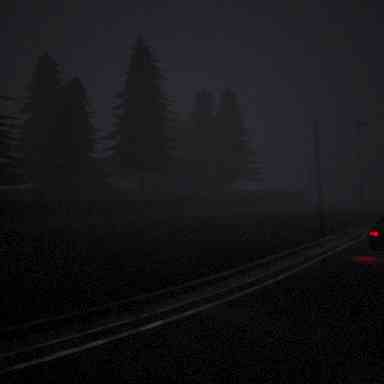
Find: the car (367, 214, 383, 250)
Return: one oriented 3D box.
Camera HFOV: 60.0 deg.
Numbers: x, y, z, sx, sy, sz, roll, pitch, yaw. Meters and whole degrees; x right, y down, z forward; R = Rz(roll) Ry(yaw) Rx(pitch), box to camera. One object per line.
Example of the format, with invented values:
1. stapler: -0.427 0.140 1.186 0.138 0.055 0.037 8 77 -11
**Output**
1. car: 8.680 1.575 13.780 2.033 1.411 5.357 -1 0 38
